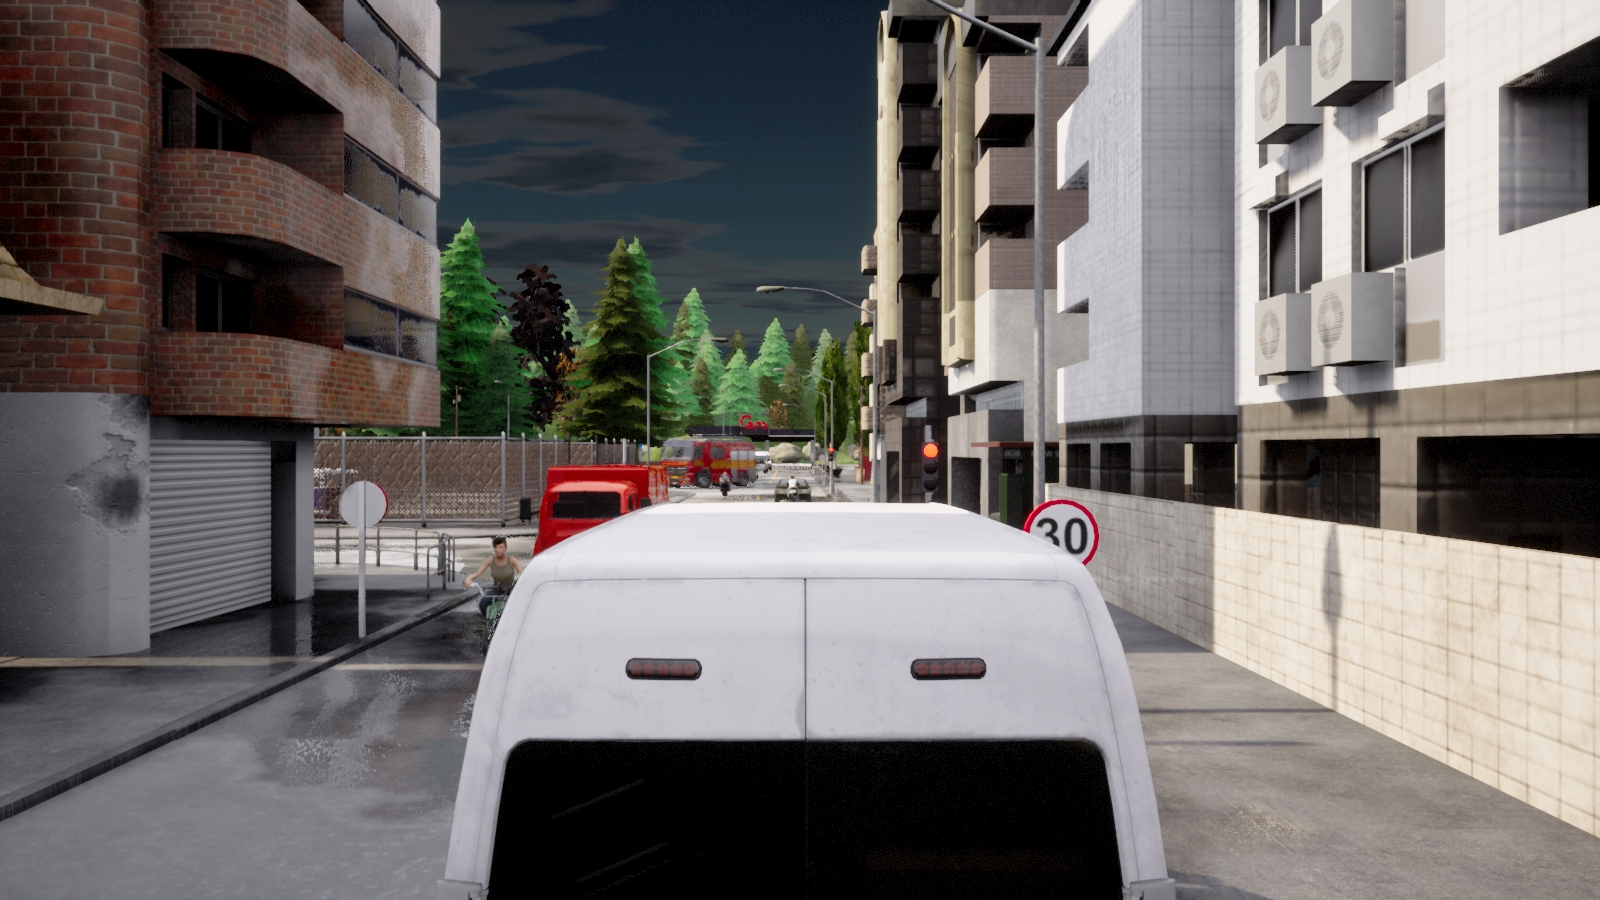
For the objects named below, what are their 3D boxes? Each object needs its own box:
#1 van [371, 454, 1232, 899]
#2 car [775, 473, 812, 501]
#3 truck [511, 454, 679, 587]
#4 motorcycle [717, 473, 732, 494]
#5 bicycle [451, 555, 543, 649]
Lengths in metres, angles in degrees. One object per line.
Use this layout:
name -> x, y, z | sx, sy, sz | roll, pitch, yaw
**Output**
van -> -0.009, 1.312, 5.597 | 1.988, 2.561, 5.915 | 0, 0, 0
car -> -0.339, 1.912, 60.159 | 1.895, 1.301, 4.718 | 0, 0, 0
truck -> -4.116, 1.338, 24.007 | 2.627, 2.467, 5.204 | 0, 0, 0
motorcycle -> -4.442, 1.967, 67.450 | 0.803, 1.145, 2.033 | 0, 0, 0
bicycle -> -4.078, 2.030, 15.472 | 0.859, 1.080, 1.487 | 0, 0, -1
